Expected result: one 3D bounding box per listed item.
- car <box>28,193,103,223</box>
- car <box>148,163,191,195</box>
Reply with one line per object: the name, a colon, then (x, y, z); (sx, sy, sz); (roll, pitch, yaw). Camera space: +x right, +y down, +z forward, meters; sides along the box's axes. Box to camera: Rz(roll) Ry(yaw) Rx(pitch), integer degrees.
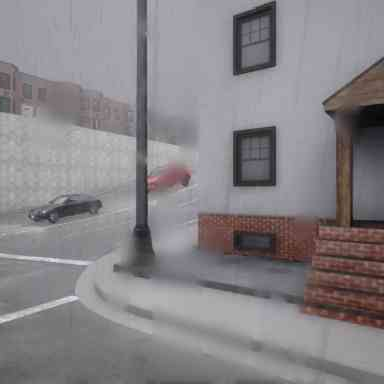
car: (-7.782, 0.873, 20.830); (1.812, 1.442, 4.674); (0, 7, 35)
car: (-2.305, -1.187, 28.661); (2.150, 2.045, 5.566); (0, 13, 34)
